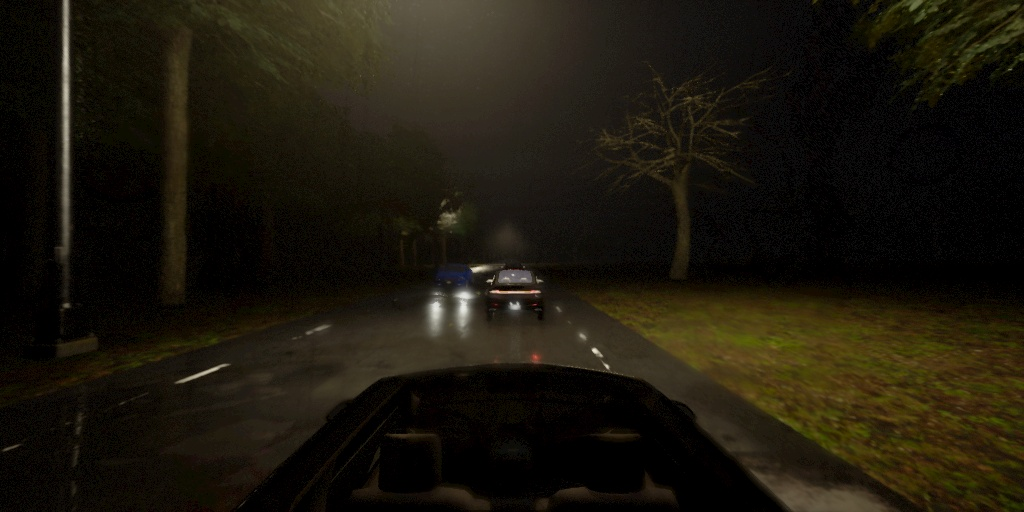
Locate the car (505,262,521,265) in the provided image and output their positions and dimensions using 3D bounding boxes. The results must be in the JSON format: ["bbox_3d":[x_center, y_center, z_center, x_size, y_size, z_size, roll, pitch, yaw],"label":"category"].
[{"bbox_3d":[0.112,1.259,30.960,1.837,1.490,4.892,0,0,0],"label":"car"}]

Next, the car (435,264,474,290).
[{"bbox_3d":[-3.558,1.233,22.759,1.882,1.535,5.008,0,0,0],"label":"car"}]

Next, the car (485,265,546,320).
[{"bbox_3d":[0.105,1.245,12.571,2.128,1.511,4.902,0,0,0],"label":"car"}]
